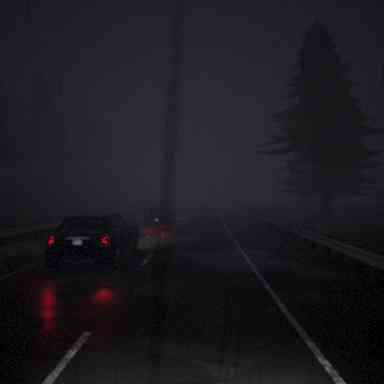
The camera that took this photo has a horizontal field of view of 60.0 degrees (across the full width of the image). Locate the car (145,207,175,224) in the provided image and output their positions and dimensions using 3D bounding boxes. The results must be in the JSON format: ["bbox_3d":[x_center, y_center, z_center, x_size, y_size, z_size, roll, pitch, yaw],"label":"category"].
[{"bbox_3d":[-2.533,1.849,27.452,1.895,1.301,4.718,0,-1,3],"label":"car"}]

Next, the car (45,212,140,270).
[{"bbox_3d":[-3.206,1.460,11.628,2.097,1.767,4.553,0,0,2],"label":"car"}]
